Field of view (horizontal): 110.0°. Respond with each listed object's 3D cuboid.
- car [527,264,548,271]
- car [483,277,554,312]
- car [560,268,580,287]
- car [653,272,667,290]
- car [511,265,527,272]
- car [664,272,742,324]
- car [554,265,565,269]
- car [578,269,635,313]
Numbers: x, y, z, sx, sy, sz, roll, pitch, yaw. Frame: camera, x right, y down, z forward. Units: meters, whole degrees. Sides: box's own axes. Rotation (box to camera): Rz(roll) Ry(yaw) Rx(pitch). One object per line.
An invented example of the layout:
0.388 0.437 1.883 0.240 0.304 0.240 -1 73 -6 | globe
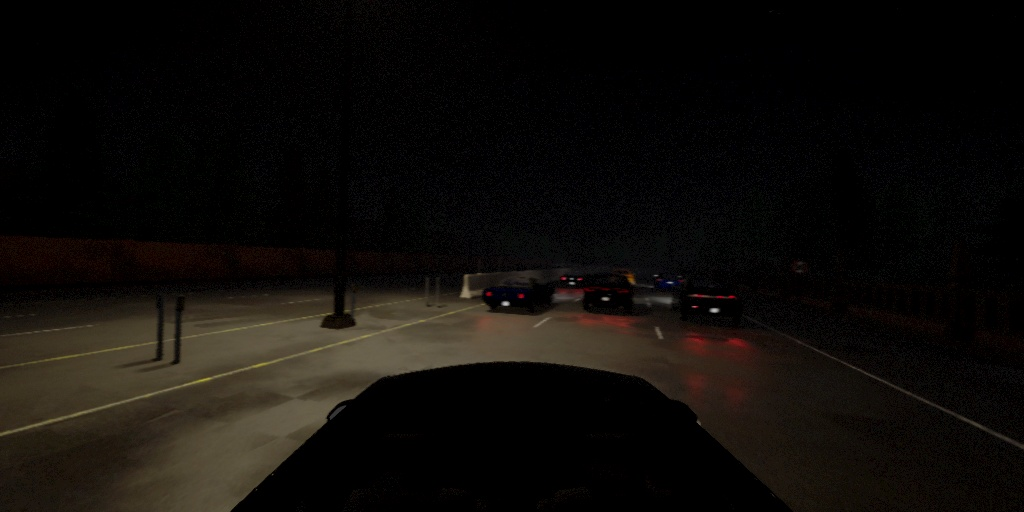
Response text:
4.706 2.101 60.259 2.128 1.511 4.902 1 -1 20 | car
0.495 1.537 15.500 1.895 1.301 4.718 1 -1 19 | car
5.353 1.843 29.664 1.895 1.301 4.718 1 -1 20 | car
12.242 1.972 28.139 1.994 1.385 4.181 1 -1 20 | car
1.398 2.136 61.384 1.895 1.301 4.718 1 -1 20 | car
7.340 1.589 13.862 2.128 1.511 4.902 1 -1 19 | car
8.060 2.249 59.259 1.994 1.385 4.181 1 -1 20 | car
4.402 1.524 16.061 1.882 1.535 5.008 1 0 19 | car
